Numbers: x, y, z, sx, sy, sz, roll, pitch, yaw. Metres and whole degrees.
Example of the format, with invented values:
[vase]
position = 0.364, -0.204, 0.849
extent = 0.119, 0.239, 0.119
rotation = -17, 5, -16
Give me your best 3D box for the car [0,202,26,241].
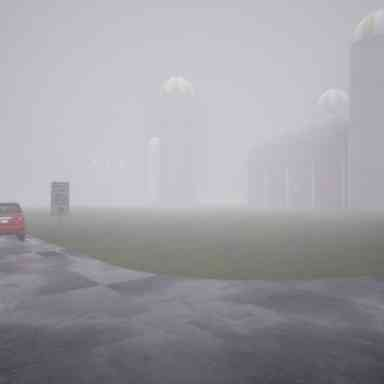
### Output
[car]
position = -10.605, 1.539, 18.029
extent = 2.150, 2.045, 5.566
rotation = 0, -1, -38
